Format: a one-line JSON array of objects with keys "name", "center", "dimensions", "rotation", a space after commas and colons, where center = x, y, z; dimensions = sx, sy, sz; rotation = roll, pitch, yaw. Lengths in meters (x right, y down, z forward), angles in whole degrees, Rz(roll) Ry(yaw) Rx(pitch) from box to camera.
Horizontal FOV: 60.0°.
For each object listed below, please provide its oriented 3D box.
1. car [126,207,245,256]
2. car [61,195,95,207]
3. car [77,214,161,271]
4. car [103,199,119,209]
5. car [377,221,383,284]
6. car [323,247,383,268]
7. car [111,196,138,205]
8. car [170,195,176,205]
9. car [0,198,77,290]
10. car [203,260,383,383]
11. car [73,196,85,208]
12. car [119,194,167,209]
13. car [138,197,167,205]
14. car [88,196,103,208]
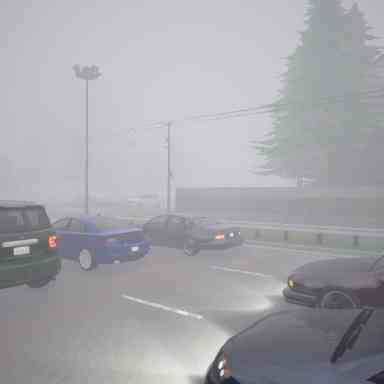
[{"name": "car", "center": [-0.616, 1.548, 13.165], "dimensions": [5.357, 1.411, 2.033], "rotation": [0, 0, 37]}, {"name": "car", "center": [-17.500, 1.354, 51.242], "dimensions": [2.097, 1.767, 4.553], "rotation": [0, 0, 37]}, {"name": "car", "center": [-3.611, 1.478, 11.037], "dimensions": [5.008, 1.535, 1.882], "rotation": [0, 0, 37]}, {"name": "car", "center": [-9.139, 1.603, 44.896], "dimensions": [1.895, 1.301, 4.718], "rotation": [0, 0, 37]}, {"name": "car", "center": [6.976, 1.526, 7.545], "dimensions": [4.674, 1.442, 1.812], "rotation": [0, 0, 37]}, {"name": "car", "center": [4.265, 1.547, 5.201], "dimensions": [5.357, 1.411, 2.033], "rotation": [0, 0, 37]}, {"name": "car", "center": [-11.820, 1.528, 58.749], "dimensions": [1.812, 1.442, 4.674], "rotation": [0, 0, 37]}, {"name": "car", "center": [-1.038, 1.602, 55.607], "dimensions": [1.895, 1.301, 4.718], "rotation": [0, 0, 37]}, {"name": "car", "center": [-5.426, 1.222, 8.021], "dimensions": [5.566, 2.045, 2.150], "rotation": [0, 0, 37]}, {"name": "car", "center": [2.117, 1.564, 2.432], "dimensions": [4.181, 1.385, 1.994], "rotation": [0, 0, 37]}, {"name": "car", "center": [-14.897, 1.528, 48.879], "dimensions": [1.812, 1.442, 4.674], "rotation": [0, 0, 37]}, {"name": "car", "center": [-6.205, 1.223, 42.971], "dimensions": [2.150, 2.045, 5.566], "rotation": [0, 0, 37]}, {"name": "car", "center": [-6.990, 1.549, 59.345], "dimensions": [2.033, 1.411, 5.357], "rotation": [0, 0, 37]}, {"name": "car", "center": [-12.126, 1.603, 46.745], "dimensions": [1.895, 1.301, 4.718], "rotation": [0, 0, 37]}]
